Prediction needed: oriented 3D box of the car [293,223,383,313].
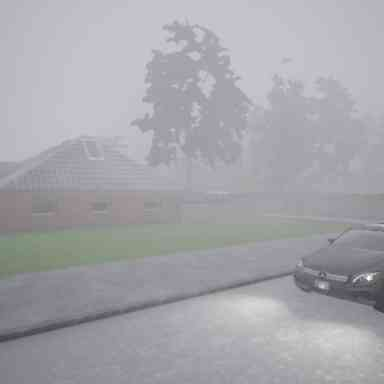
[{"bbox_3d":[4.350,1.497,7.691,4.674,1.442,1.812,0,0,-36],"label":"car"}]
